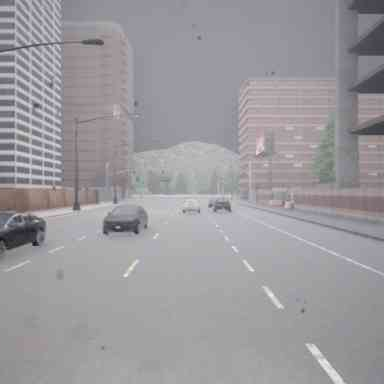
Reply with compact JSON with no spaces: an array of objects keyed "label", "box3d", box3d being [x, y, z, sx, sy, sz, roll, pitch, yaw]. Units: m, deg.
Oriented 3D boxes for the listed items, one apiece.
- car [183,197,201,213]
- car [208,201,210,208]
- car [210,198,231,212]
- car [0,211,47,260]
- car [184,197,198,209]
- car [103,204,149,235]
[{"label":"car","box3d":[-0.062,1.525,37.120,1.812,1.442,4.674,0,0,0]},{"label":"car","box3d":[3.330,1.600,47.953,1.895,1.301,4.718,0,0,0]},{"label":"car","box3d":[3.410,1.504,38.430,1.837,1.490,4.892,0,0,0]},{"label":"car","box3d":[-7.136,1.492,12.314,2.128,1.511,4.902,0,0,0]},{"label":"car","box3d":[-0.114,1.477,47.379,1.882,1.535,5.008,0,0,0]},{"label":"car","box3d":[-3.640,1.477,18.914,1.882,1.535,5.008,0,0,0]}]
